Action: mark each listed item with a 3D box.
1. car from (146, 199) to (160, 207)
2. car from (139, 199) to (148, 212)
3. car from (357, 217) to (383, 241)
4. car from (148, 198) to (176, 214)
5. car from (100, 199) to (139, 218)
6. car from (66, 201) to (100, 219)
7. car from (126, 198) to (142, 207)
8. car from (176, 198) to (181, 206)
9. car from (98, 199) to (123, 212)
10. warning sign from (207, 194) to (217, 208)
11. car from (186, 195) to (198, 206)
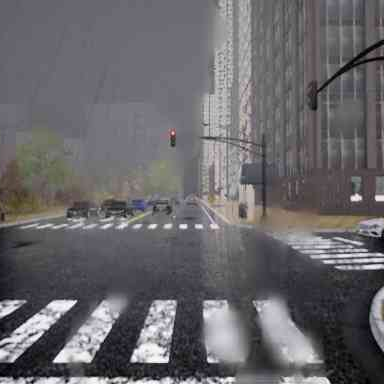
[{"bbox_3d":[-6.582,1.788,56.572,1.895,1.301,4.718,0,0,0],"label":"car"},{"bbox_3d":[-6.605,1.581,40.372,1.882,1.535,5.008,0,0,0],"label":"car"},{"bbox_3d":[10.181,1.511,15.478,4.674,1.442,1.812,0,-2,-1],"label":"car"},{"bbox_3d":[-3.158,1.577,36.186,2.128,1.511,4.902,0,0,0],"label":"car"},{"bbox_3d":[-6.572,1.572,30.675,1.837,1.490,4.892,0,0,2],"label":"car"},{"bbox_3d":[-9.852,1.570,30.323,1.837,1.490,4.892,0,0,0],"label":"car"},{"bbox_3d":[-9.830,1.790,56.932,1.895,1.301,4.718,0,0,0],"label":"car"},{"bbox_3d":[-3.246,1.743,61.282,1.812,1.442,4.674,0,0,0],"label":"car"},{"bbox_3d":[-9.855,1.609,40.496,1.837,1.490,4.892,0,0,0],"label":"car"},{"bbox_3d":[2.817,1.250,47.103,1.300,1.860,1.060,-1,-2,0],"label":"warning sign"},{"bbox_3d":[-0.014,1.750,58.998,2.033,1.411,5.357,0,0,0],"label":"car"}]
